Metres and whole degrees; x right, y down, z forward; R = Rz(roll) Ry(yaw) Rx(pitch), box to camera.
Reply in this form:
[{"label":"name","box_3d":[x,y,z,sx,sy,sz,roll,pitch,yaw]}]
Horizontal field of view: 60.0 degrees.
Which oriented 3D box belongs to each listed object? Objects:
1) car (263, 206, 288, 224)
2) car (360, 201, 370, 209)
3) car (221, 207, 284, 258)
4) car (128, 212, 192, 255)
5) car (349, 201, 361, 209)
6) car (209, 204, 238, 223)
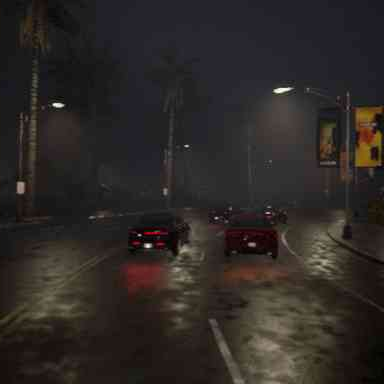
[{"label":"car","box_3d":[5.960,1.813,25.544,2.033,1.411,5.357,1,0,27]},{"label":"car","box_3d":[33.761,2.501,61.181,4.181,1.385,1.994,1,0,-26]},{"label":"car","box_3d":[2.331,1.605,13.503,1.882,1.535,5.008,1,0,8]},{"label":"car","box_3d":[-1.184,1.579,13.698,1.837,1.490,4.892,1,0,7]},{"label":"car","box_3d":[32.202,2.469,64.315,4.902,1.511,2.128,1,0,-26]},{"label":"car","box_3d":[2.982,1.737,27.364,1.837,1.490,4.892,1,0,28]}]
